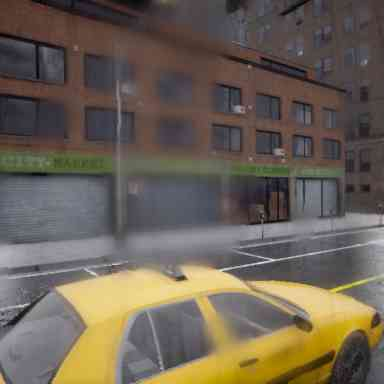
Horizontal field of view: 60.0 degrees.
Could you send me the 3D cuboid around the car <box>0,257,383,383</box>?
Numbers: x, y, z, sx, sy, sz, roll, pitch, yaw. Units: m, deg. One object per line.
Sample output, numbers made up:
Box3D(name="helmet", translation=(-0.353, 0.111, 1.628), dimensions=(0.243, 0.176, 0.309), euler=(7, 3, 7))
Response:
Box3D(name="car", translation=(-0.018, 1.455, 3.421), dimensions=(5.366, 1.575, 1.801), euler=(0, 0, -35))
